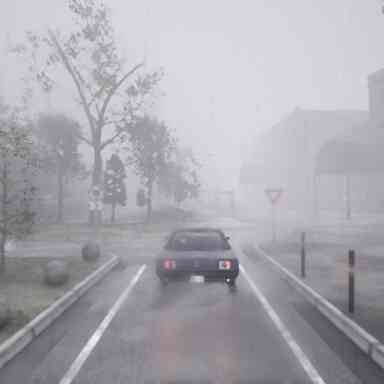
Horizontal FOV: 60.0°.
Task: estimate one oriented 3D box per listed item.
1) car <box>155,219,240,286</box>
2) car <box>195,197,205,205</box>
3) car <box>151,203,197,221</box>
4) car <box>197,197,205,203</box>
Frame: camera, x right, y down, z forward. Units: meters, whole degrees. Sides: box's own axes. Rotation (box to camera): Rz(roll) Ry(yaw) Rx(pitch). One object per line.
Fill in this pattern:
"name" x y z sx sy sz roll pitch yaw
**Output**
"car" 0.169 1.668 9.548 1.895 1.301 4.718 0 -1 1
"car" 1.728 1.979 72.815 1.837 1.490 4.892 0 0 3
"car" -2.166 2.152 33.569 5.008 1.535 1.882 -1 -3 27
"car" 2.300 1.938 83.172 1.895 1.301 4.718 0 0 5
